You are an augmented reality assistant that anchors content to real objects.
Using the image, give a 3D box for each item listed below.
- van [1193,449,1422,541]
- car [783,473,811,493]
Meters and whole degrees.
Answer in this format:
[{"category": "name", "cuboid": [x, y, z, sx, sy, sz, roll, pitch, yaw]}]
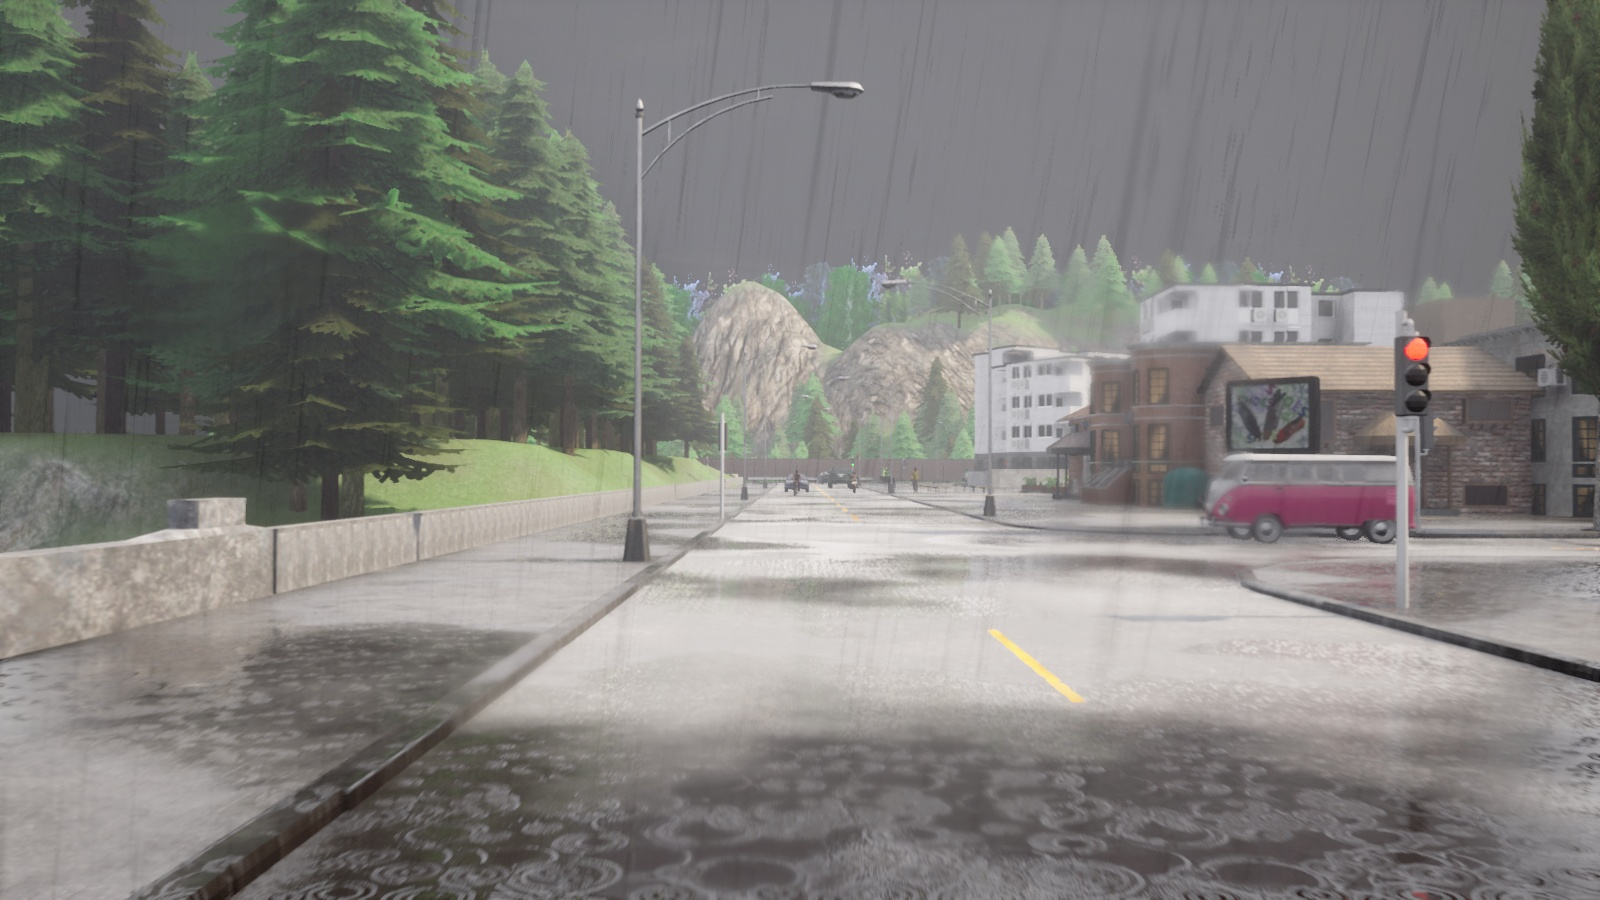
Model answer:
[{"category": "van", "cuboid": [11.396, 0.997, 28.409, 4.442, 1.987, 1.775, 0, -1, -1]}, {"category": "car", "cuboid": [-0.216, 2.427, 93.419, 2.033, 1.411, 5.357, 0, -1, 0]}]
